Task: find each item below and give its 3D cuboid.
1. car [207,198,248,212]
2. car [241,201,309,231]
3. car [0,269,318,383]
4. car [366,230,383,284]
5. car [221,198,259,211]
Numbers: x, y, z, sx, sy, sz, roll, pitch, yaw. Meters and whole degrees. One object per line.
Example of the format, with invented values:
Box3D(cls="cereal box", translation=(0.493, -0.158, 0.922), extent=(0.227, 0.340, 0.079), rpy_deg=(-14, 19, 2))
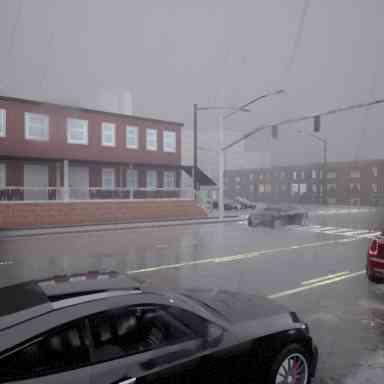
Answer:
Box3D(cls="car", translation=(3.791, 1.489, 38.834), extent=(2.128, 1.511, 4.902), rpy_deg=(0, 0, -36))
Box3D(cls="car", translation=(5.526, 1.505, 20.920), extent=(4.892, 1.490, 1.837), rpy_deg=(0, 2, -41))
Box3D(cls="car", translation=(-0.770, 1.526, 3.205), extent=(4.674, 1.442, 1.812), rpy_deg=(0, 0, -35))
Box3D(cls="car", translation=(6.428, 1.352, 8.392), extent=(4.553, 1.767, 2.097), rpy_deg=(0, 0, -35))
Box3D(cls="car", translation=(5.981, 1.505, 41.790), extent=(1.837, 1.490, 4.892), rpy_deg=(0, 0, -36))
